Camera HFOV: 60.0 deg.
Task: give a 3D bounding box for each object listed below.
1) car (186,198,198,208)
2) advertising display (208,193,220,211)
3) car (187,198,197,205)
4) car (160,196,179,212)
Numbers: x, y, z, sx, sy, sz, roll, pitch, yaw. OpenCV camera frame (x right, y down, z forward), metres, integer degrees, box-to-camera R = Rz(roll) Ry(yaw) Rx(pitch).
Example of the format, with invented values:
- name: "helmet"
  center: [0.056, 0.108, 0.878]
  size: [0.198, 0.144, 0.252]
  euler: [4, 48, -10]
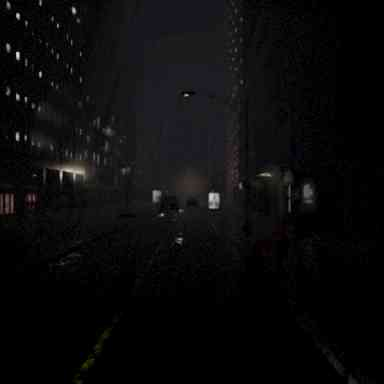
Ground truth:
- name: "car"
  center: [0.034, 1.759, 57.895]
  size: [2.097, 1.767, 4.553]
  euler: [0, 0, 0]
- name: "advertising display"
  center: [3.012, 1.324, 45.182]
  size: [1.540, 2.440, 0.280]
  euler: [0, 0, 0]
- name: "car"
  center: [0.002, 1.993, 72.281]
  size: [2.033, 1.411, 5.357]
  euler: [0, 0, 0]
- name: "car"
  center: [-2.837, 1.503, 43.098]
  size: [2.150, 2.045, 5.566]
  euler: [0, 0, 0]
